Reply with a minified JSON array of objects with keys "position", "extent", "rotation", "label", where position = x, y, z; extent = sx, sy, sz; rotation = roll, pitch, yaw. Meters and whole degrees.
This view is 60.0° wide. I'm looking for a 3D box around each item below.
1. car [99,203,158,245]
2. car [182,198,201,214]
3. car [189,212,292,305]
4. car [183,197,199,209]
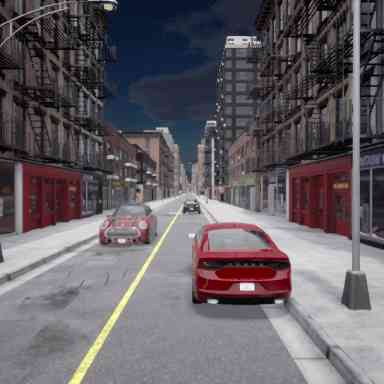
[{"position":[-2.795,1.354,15.462],"extent":[2.097,1.767,4.553],"rotation":[0,0,0],"label":"car"},{"position":[-0.035,1.545,35.655],"extent":[1.812,1.442,4.674],"rotation":[0,0,0],"label":"car"},{"position":[0.939,1.478,8.189],"extent":[1.882,1.535,5.008],"rotation":[0,0,0],"label":"car"},{"position":[-0.121,1.525,45.825],"extent":[2.128,1.511,4.902],"rotation":[0,0,0],"label":"car"}]
